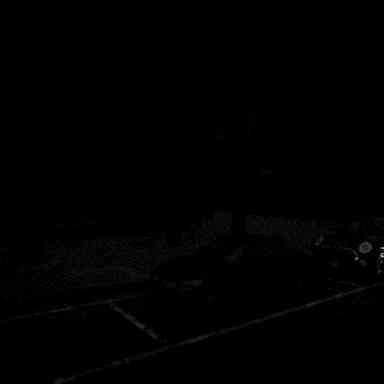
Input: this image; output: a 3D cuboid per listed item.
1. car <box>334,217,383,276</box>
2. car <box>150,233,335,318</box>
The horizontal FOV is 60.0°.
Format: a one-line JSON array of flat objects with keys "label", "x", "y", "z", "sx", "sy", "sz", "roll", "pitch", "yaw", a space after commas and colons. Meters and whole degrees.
[{"label": "car", "x": 5.724, "y": 1.563, "z": 10.725, "sx": 4.097, "sy": 1.590, "sz": 1.967, "roll": 1, "pitch": -1, "yaw": -35}, {"label": "car", "x": 1.107, "y": 1.638, "z": 7.437, "sx": 4.206, "sy": 1.307, "sz": 1.802, "roll": 1, "pitch": -1, "yaw": -35}]
